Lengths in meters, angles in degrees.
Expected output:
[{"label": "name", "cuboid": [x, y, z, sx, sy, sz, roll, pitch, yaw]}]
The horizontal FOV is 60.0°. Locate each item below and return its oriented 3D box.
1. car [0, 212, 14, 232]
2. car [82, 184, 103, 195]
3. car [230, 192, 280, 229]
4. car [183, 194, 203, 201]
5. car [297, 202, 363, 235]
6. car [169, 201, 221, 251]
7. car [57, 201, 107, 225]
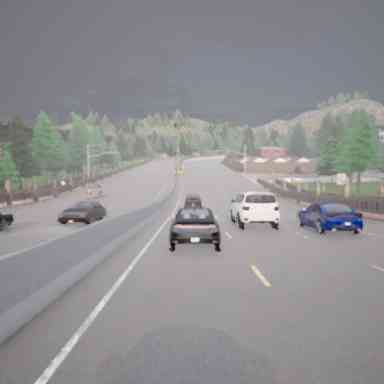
[{"label": "car", "cuboid": [-10.586, 1.428, 15.836, 1.895, 1.301, 4.718, 0, 1, 0]}, {"label": "car", "cuboid": [-13.981, -0.298, 46.990, 2.097, 1.767, 4.553, 0, 5, 0]}, {"label": "car", "cuboid": [3.609, 1.003, 19.787, 2.150, 2.045, 5.566, 0, 0, 0]}, {"label": "car", "cuboid": [0.117, 0.933, 36.997, 1.837, 1.490, 4.892, 0, 3, 0]}, {"label": "car", "cuboid": [7.108, 1.284, 17.646, 1.882, 1.535, 5.008, 0, 0, 0]}, {"label": "car", "cuboid": [0.106, 1.344, 13.413, 2.128, 1.511, 4.902, 0, 1, 0]}, {"label": "car", "cuboid": [-7.080, 1.307, 22.104, 2.033, 1.411, 5.357, 0, 1, 0]}]
